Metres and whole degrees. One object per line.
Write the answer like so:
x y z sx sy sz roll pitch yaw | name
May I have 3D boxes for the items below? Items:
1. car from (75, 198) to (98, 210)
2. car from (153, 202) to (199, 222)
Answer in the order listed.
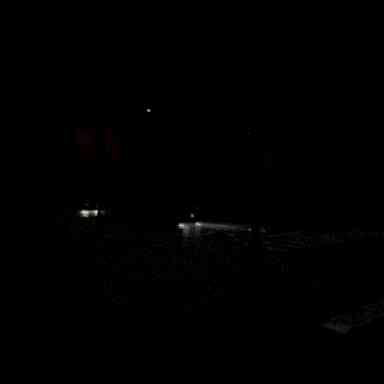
-14.208 1.605 44.792 1.882 1.535 5.008 0 0 -35 | car
-1.400 1.535 26.893 2.128 1.511 4.902 0 0 -36 | car
